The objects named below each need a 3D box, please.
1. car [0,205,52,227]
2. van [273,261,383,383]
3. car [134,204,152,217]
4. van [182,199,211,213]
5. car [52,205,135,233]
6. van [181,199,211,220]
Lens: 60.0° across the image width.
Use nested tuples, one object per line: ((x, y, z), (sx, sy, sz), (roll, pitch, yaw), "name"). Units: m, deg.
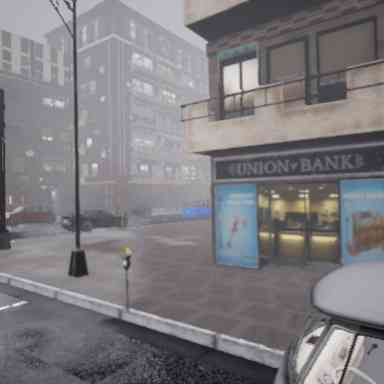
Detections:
((-12.665, 1.766, 25.361), (1.967, 1.590, 4.097), (-2, -2, 36), "car")
((2.237, 1.333, 1.257), (3.998, 1.788, 1.690), (0, -1, 36), "van")
((-6.006, 1.956, 34.459), (1.947, 1.339, 4.313), (-2, -2, 36), "car")
((0.646, 1.794, 43.565), (1.690, 1.788, 3.998), (-2, -2, 36), "van")
((-5.902, 1.688, 20.409), (1.947, 1.339, 4.313), (-2, -2, 36), "car")
((0.749, 1.527, 29.515), (1.690, 1.788, 3.998), (-2, -2, 36), "van")
